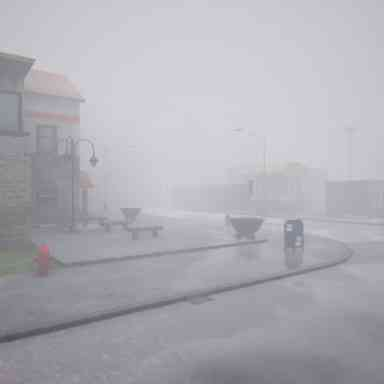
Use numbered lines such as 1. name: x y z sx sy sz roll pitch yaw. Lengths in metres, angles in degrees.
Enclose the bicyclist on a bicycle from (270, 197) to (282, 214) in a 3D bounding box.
1. bicyclist on a bicycle: 8.116 1.349 32.064 1.656 1.620 0.582 0 0 -35
